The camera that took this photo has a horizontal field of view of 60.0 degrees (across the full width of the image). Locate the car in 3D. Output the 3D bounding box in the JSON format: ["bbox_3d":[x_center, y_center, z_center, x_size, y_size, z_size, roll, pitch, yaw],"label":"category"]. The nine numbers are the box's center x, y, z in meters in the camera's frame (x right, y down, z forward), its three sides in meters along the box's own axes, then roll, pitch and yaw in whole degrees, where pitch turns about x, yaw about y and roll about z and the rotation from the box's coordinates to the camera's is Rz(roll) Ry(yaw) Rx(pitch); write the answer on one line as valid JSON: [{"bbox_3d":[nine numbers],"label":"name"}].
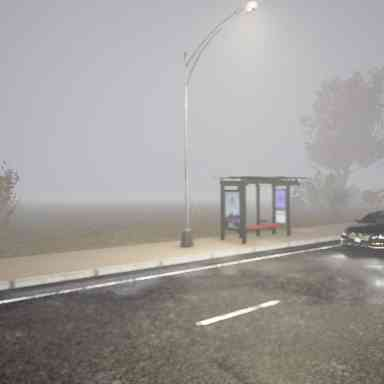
[{"bbox_3d":[7.923,1.491,13.333,4.892,1.490,1.837,0,0,-36],"label":"car"}]
